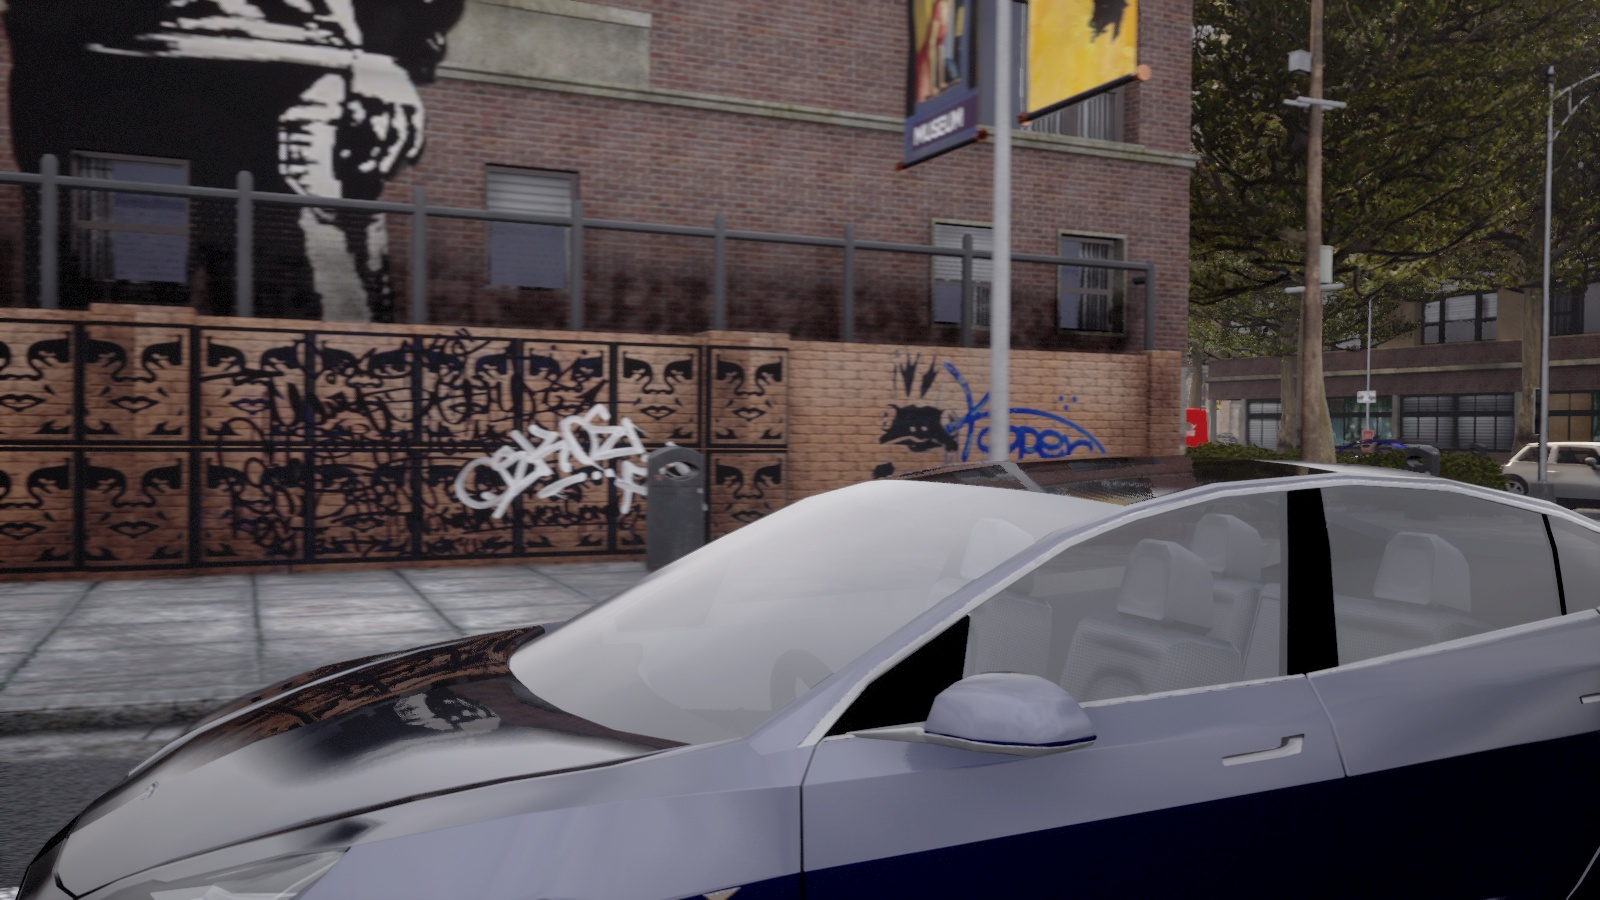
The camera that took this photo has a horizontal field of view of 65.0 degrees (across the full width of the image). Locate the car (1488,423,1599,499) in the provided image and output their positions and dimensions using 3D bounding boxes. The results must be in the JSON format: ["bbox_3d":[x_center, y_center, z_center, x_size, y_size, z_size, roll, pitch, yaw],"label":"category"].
[{"bbox_3d":[16.118,0.195,25.034,1.970,1.475,3.806,-1,1,-24],"label":"car"}]

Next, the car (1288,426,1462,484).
[{"bbox_3d":[15.718,0.099,34.563,1.816,1.474,4.193,-1,1,-24],"label":"car"}]

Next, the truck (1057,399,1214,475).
[{"bbox_3d":[11.588,-0.492,43.839,2.627,2.467,5.204,-1,2,-24],"label":"truck"}]

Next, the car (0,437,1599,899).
[{"bbox_3d":[0.661,0.736,3.490,4.792,1.488,2.163,-1,1,-23],"label":"car"}]
